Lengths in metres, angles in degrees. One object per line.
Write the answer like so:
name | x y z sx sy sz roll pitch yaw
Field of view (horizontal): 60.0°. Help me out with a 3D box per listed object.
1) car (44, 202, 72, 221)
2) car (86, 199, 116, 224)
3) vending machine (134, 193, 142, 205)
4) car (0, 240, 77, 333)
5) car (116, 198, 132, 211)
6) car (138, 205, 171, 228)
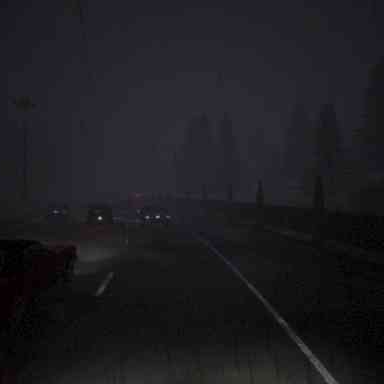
car | -11.258 1.591 28.133 2.033 1.411 5.357 0 0 -17
car | -6.891 1.535 25.199 1.837 1.490 4.892 0 0 -13
vending machine | -9.931 1.251 61.088 1.100 2.100 0.880 0 0 -32
car | -3.810 1.614 6.692 1.895 1.301 4.718 0 0 -4
car | -8.908 1.521 41.935 1.882 1.535 5.008 0 0 -22
car | -2.628 1.565 22.650 2.033 1.411 5.357 0 0 -13
